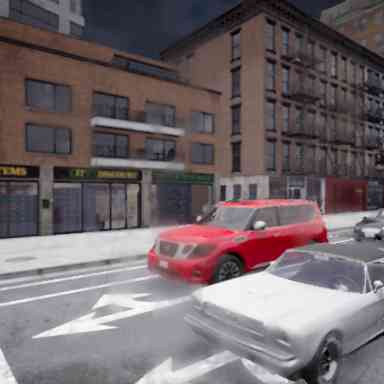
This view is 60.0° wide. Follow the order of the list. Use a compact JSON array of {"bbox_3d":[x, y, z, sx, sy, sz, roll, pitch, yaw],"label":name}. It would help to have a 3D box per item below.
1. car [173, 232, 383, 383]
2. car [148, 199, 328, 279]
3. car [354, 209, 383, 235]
[{"bbox_3d":[2.195,1.611,5.448,4.718,1.301,1.895,0,0,-39],"label":"car"},{"bbox_3d":[1.543,1.249,9.104,5.566,2.045,2.150,0,0,-38],"label":"car"},{"bbox_3d":[9.209,1.501,15.167,4.902,1.511,2.128,0,0,-38],"label":"car"}]
